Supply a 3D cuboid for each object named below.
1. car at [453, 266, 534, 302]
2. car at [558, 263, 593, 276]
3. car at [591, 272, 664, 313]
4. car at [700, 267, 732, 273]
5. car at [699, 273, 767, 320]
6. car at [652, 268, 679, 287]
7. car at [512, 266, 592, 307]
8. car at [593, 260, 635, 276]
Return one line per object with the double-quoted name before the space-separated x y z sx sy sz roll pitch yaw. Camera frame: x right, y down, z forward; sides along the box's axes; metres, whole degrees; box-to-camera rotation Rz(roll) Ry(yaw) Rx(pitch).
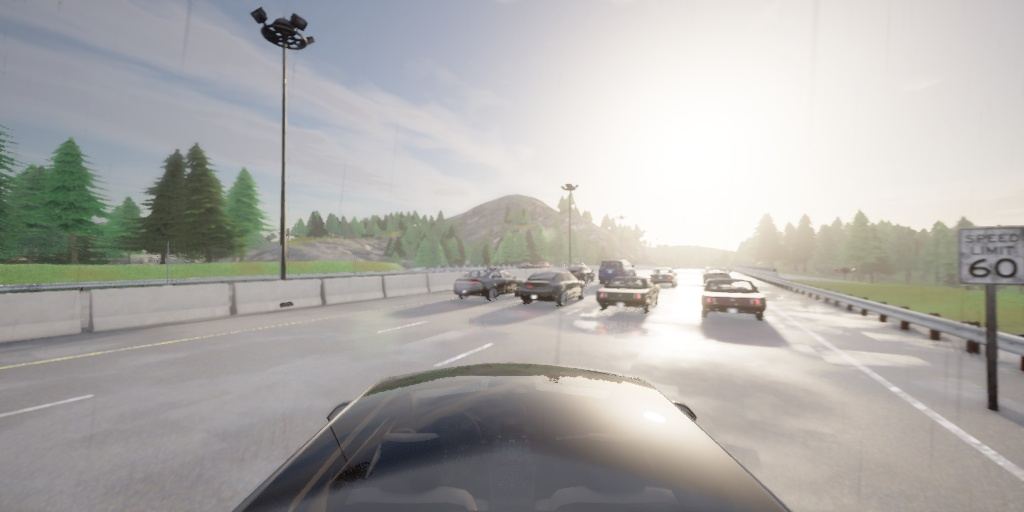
"car" -1.027 1.451 18.614 2.128 1.511 4.902 0 -1 28
"car" 6.014 1.620 31.846 1.837 1.490 4.892 0 0 28
"car" 5.029 1.514 15.101 1.895 1.301 4.718 0 -1 28
"car" 15.290 1.543 26.926 2.128 1.511 4.902 0 -1 28
"car" 8.123 1.490 13.464 1.895 1.301 4.718 0 -1 28
"car" 11.725 1.609 27.697 2.033 1.411 5.357 0 -1 28
"car" 2.064 1.444 16.971 1.837 1.490 4.892 0 0 28
"car" 8.656 1.307 29.382 2.150 2.045 5.566 0 0 28
